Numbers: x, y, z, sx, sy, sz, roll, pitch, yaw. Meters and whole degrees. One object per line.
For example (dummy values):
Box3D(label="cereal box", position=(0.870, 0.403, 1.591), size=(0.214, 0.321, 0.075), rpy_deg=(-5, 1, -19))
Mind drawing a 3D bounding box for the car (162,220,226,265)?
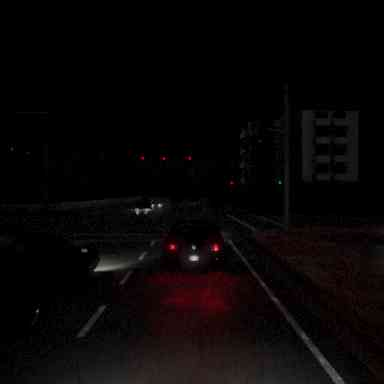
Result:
Box3D(label="car", position=(0.129, 1.632, 11.830), size=(1.895, 1.301, 4.718), rpy_deg=(0, 0, 2))

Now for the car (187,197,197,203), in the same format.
Box3D(label="car", position=(0.000, 1.620, 70.962), size=(1.895, 1.301, 4.718), rpy_deg=(0, 0, 0))

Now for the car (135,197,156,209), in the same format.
Box3D(label="car", position=(-7.075, 1.677, 49.053), size=(2.033, 1.411, 5.357), rpy_deg=(0, 0, 0))

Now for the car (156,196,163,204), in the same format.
Box3D(label="car", position=(-7.000, 1.677, 67.212), size=(1.837, 1.490, 4.892), rpy_deg=(0, 0, 0))

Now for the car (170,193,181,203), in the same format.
Box3D(label="car", position=(-3.500, 1.252, 70.949), size=(2.150, 2.045, 5.566), rpy_deg=(0, 0, 0))

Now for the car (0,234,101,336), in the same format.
Box3D(label="car", position=(-3.445, 1.565, 6.697), size=(2.033, 1.411, 5.357), rpy_deg=(0, 0, 1))
